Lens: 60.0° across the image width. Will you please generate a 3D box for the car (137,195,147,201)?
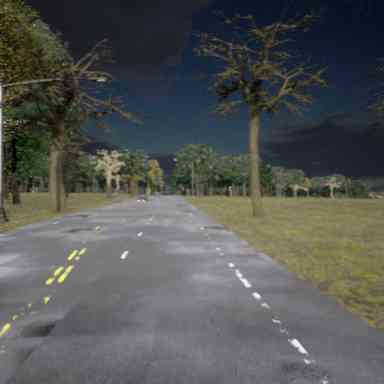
[{"bbox_3d":[-11.618,1.308,77.696,2.033,1.411,5.357,0,0,-3],"label":"car"}]
